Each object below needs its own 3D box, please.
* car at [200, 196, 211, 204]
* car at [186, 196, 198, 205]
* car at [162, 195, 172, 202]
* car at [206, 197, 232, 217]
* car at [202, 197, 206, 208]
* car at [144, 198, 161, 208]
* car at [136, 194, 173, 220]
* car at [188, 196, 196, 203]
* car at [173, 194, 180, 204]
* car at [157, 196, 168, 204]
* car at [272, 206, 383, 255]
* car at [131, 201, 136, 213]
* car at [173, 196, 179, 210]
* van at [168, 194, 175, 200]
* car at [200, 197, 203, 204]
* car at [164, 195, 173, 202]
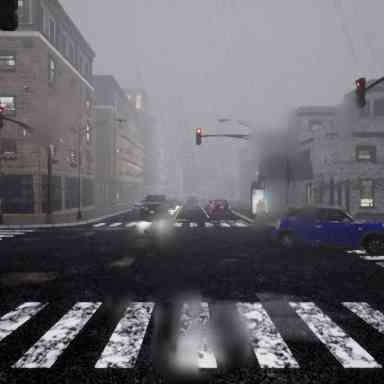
[{"bbox_3d":[2.624,1.591,65.937,2.008,1.369,4.403,-1,0,0],"label":"car"},{"bbox_3d":[0.046,1.538,60.300,1.837,1.490,4.892,0,0,0],"label":"car"},{"bbox_3d":[-5.769,1.497,77.309,1.967,1.590,4.097,0,0,0],"label":"car"},{"bbox_3d":[2.655,1.446,31.756,1.967,1.590,4.097,0,0,0],"label":"car"},{"bbox_3d":[2.645,1.597,43.150,1.802,1.307,4.206,0,0,0],"label":"car"},{"bbox_3d":[-5.741,1.571,48.827,2.008,1.369,4.403,0,0,0],"label":"car"},{"bbox_3d":[-3.123,1.225,28.832,2.150,2.045,5.566,0,0,0],"label":"car"},{"bbox_3d":[0.015,1.572,70.718,1.812,1.442,4.674,0,0,0],"label":"car"},{"bbox_3d":[-3.119,1.521,56.805,2.128,1.511,4.902,0,0,0],"label":"car"},{"bbox_3d":[-5.757,1.565,65.746,1.752,1.417,4.829,0,0,0],"label":"car"},{"bbox_3d":[5.624,1.372,13.357,4.553,1.767,2.097,0,0,21],"label":"car"},{"bbox_3d":[-5.730,1.561,37.433,2.008,1.369,4.403,0,0,0],"label":"car"},{"bbox_3d":[-3.137,1.579,43.620,1.994,1.385,4.181,0,0,0],"label":"car"},{"bbox_3d":[-5.786,1.430,94.399,1.690,1.788,3.998,-1,0,0],"label":"van"},{"bbox_3d":[2.640,1.571,48.847,2.008,1.369,4.403,0,0,0],"label":"car"},{"bbox_3d":[-5.773,1.592,82.836,1.752,1.417,4.829,-1,0,0],"label":"car"}]
